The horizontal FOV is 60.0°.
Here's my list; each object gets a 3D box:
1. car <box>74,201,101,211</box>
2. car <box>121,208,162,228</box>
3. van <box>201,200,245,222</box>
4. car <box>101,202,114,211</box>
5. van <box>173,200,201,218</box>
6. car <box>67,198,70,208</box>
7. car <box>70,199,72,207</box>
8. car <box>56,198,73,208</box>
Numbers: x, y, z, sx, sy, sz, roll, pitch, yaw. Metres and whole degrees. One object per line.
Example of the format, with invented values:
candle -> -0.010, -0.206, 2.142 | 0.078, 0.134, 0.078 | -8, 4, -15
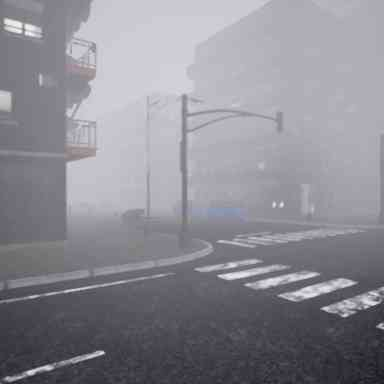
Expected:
car -> -16.110, 2.219, 51.119 | 1.994, 1.385, 4.181 | 0, -1, -37
car -> -3.828, 1.880, 24.653 | 1.802, 1.307, 4.206 | -1, 0, -36
van -> 2.910, 1.614, 29.572 | 1.690, 1.788, 3.998 | -1, 0, -36
car -> -13.670, 2.221, 52.143 | 1.802, 1.307, 4.206 | -1, 0, -36
van -> -0.407, 1.687, 34.087 | 1.690, 1.788, 3.998 | -1, 0, -36
car -> -24.824, 2.412, 62.966 | 1.994, 1.385, 4.181 | 0, -1, -36
car -> -20.406, 2.314, 61.308 | 1.752, 1.417, 4.829 | -1, 0, -36
car -> -26.943, 2.249, 70.199 | 2.192, 1.841, 5.009 | -1, 0, -36
